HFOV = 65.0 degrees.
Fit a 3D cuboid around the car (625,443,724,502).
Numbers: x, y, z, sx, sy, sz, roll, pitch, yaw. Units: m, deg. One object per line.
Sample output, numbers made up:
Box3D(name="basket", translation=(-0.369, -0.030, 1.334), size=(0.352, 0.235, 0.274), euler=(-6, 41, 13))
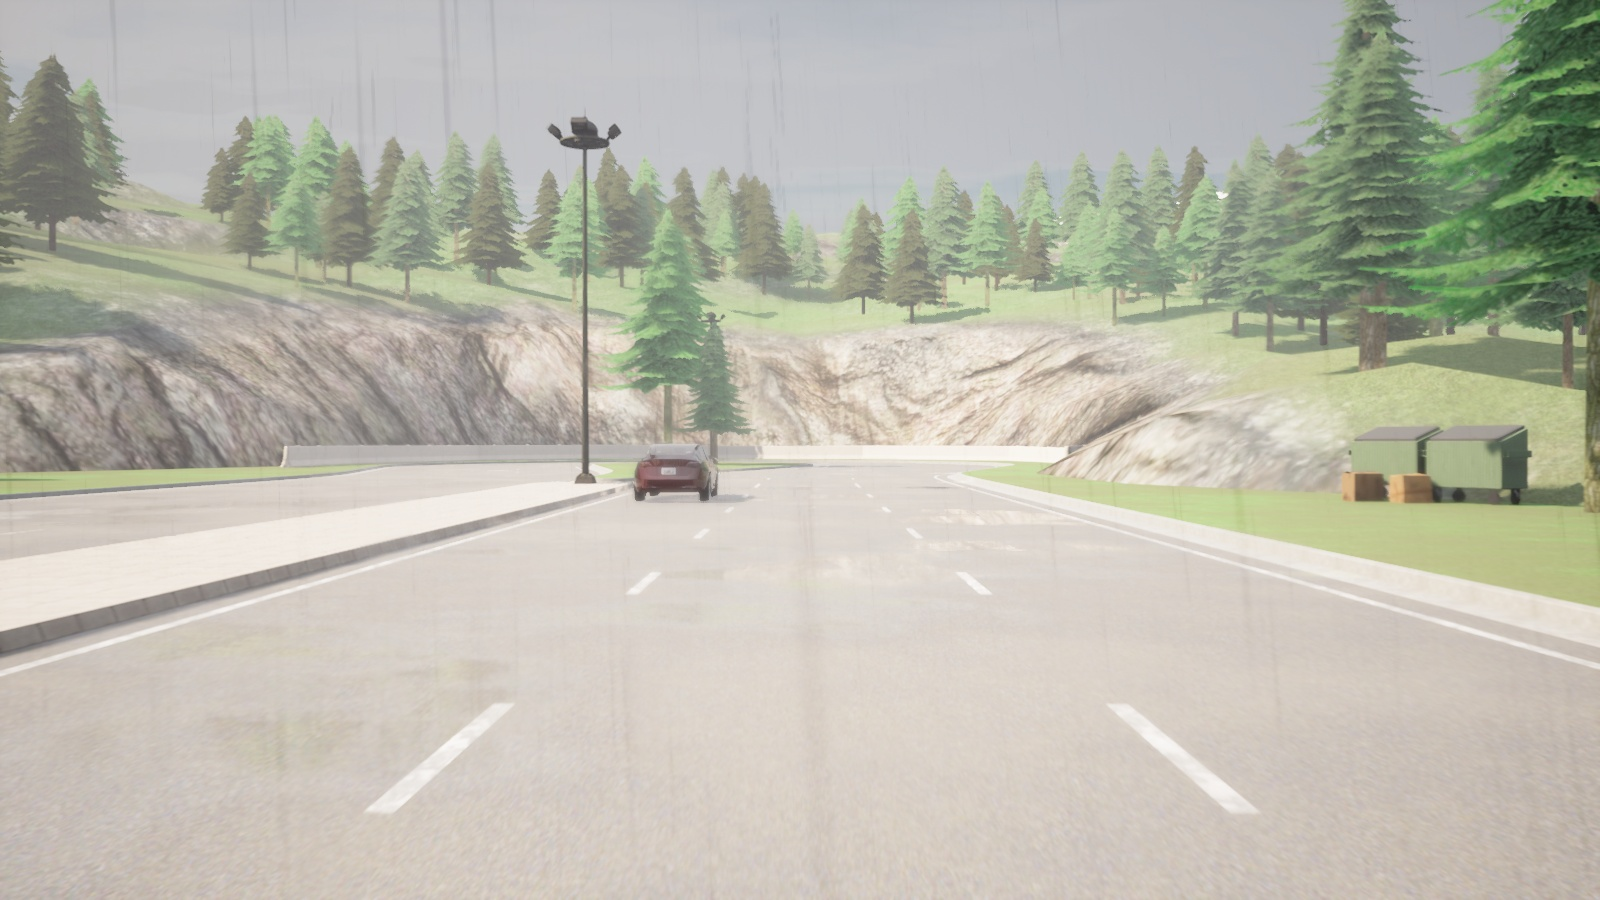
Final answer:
Box3D(name="car", translation=(-3.292, 0.552, 33.924), size=(2.163, 1.488, 4.792), euler=(0, 0, 0))
